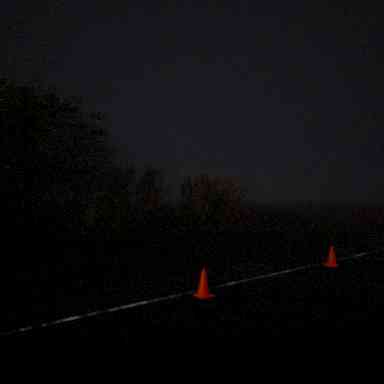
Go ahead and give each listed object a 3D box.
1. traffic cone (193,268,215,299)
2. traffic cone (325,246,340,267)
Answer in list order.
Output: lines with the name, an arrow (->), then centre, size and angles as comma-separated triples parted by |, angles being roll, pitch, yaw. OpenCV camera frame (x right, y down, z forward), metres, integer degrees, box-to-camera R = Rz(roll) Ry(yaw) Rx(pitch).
traffic cone -> 0.261, 1.955, 7.213 | 0.340, 0.580, 0.340 | 0, 0, -36
traffic cone -> 4.274, 1.951, 10.155 | 0.340, 0.580, 0.340 | 0, 0, -36
